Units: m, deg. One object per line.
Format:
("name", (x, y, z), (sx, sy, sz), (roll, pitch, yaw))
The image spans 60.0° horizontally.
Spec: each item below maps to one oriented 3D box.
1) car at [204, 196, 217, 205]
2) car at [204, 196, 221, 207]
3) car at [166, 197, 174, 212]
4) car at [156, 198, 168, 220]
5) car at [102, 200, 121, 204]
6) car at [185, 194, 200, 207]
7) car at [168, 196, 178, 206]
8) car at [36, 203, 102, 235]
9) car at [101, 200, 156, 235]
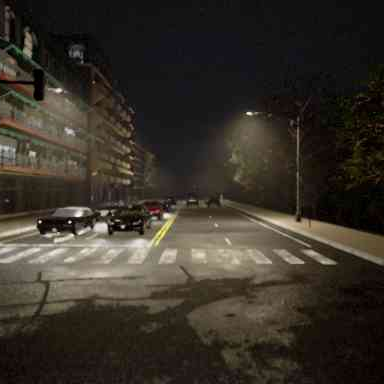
("car", (3.235, 1.511, 60.076), (2.033, 1.411, 5.357), (0, 0, 0))
("car", (3.239, 1.471, 49.656), (1.837, 1.490, 4.892), (0, 0, 0))
("car", (-3.348, 1.530, 37.360), (1.895, 1.301, 4.718), (0, 0, 0))
("car", (-3.352, 1.460, 27.716), (1.812, 1.442, 4.674), (0, 0, 0))
("car", (-6.604, 1.405, 27.484), (2.128, 1.511, 4.902), (0, 0, 0))
("car", (0.089, 1.438, 50.062), (2.128, 1.511, 4.902), (0, 0, 0))
("car", (-3.287, 1.432, 51.389), (1.837, 1.490, 4.892), (0, -1, 1))
("car", (-6.607, 1.520, 18.176), (1.895, 1.301, 4.718), (0, 0, 0))
("car", (-3.350, 1.444, 18.527), (1.837, 1.490, 4.892), (0, 0, 0))
